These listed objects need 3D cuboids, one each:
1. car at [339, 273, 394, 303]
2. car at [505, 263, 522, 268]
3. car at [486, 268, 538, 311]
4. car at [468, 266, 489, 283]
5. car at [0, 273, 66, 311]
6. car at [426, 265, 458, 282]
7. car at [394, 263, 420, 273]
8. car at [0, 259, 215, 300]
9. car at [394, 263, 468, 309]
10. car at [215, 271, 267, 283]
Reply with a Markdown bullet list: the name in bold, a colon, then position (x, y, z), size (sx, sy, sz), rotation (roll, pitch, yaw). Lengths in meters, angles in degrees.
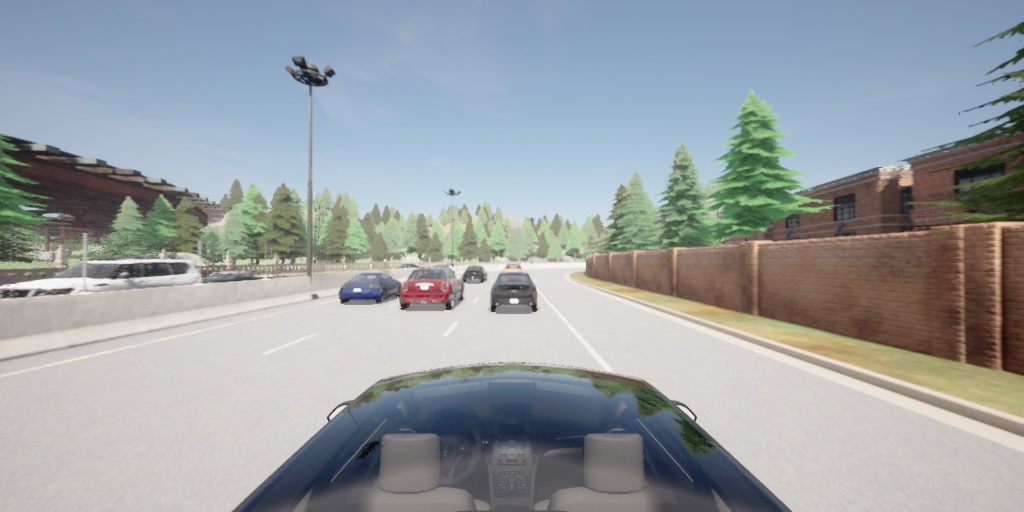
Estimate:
- **car**: position (-6.927, 1.519, 18.052), size (1.994, 1.385, 4.181), rotation (0, -1, 0)
- **car**: position (0.188, 1.483, 32.992), size (2.097, 1.767, 4.553), rotation (0, -1, 2)
- **car**: position (0.077, 1.423, 15.490), size (1.837, 1.490, 4.892), rotation (0, -1, 0)
- **car**: position (-3.304, 1.643, 33.331), size (1.837, 1.490, 4.892), rotation (0, -1, 2)
- **car**: position (-21.115, 1.443, 13.890), size (1.812, 1.442, 4.674), rotation (0, -1, 0)
- **car**: position (-6.725, 1.637, 34.816), size (1.882, 1.535, 5.008), rotation (0, -1, 3)
- **car**: position (-17.219, 1.965, 58.862), size (1.837, 1.490, 4.892), rotation (0, 0, 15)
- **car**: position (-14.117, 1.120, 12.823), size (2.150, 2.045, 5.566), rotation (0, -1, 0)
- **car**: position (-3.425, 1.281, 16.150), size (2.097, 1.767, 4.553), rotation (0, -1, 0)
- **car**: position (-17.619, 1.616, 22.158), size (1.895, 1.301, 4.718), rotation (0, -1, 0)
